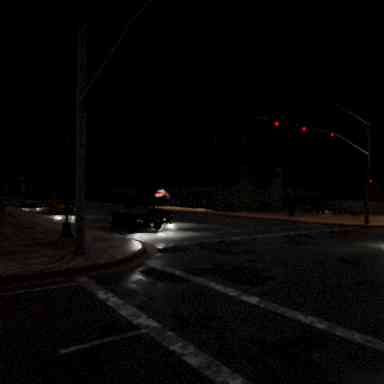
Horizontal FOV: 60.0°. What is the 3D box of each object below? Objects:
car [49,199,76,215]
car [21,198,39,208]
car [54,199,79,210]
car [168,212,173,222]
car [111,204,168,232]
[{"bbox_3d":[-13.946,1.579,35.649,1.882,1.535,5.008,1,0,-36],"label":"car"},{"bbox_3d":[-24.984,1.608,51.252,1.882,1.535,5.008,1,0,-36],"label":"car"},{"bbox_3d":[-17.865,1.688,47.196,2.033,1.411,5.357,1,0,-35],"label":"car"},{"bbox_3d":[-3.616,1.686,27.210,2.033,1.411,5.357,1,0,-36],"label":"car"},{"bbox_3d":[-3.676,1.627,21.313,1.812,1.442,4.674,1,0,-36],"label":"car"}]
